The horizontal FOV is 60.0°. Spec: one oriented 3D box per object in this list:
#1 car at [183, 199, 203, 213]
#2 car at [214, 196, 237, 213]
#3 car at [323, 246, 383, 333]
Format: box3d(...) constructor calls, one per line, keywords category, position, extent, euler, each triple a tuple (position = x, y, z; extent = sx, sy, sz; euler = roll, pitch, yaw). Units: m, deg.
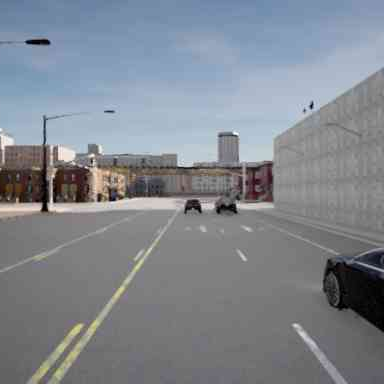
box3d(category="car", position=(0.099, 1.500, 36.817), extent=(1.837, 1.490, 4.892), euler=(0, 0, 0))
box3d(category="car", position=(3.608, 1.347, 36.175), extent=(2.097, 1.767, 4.553), euler=(0, 0, 0))
box3d(category="car", position=(3.601, 1.491, 4.917), extent=(2.128, 1.511, 4.902), euler=(0, 0, 0))
